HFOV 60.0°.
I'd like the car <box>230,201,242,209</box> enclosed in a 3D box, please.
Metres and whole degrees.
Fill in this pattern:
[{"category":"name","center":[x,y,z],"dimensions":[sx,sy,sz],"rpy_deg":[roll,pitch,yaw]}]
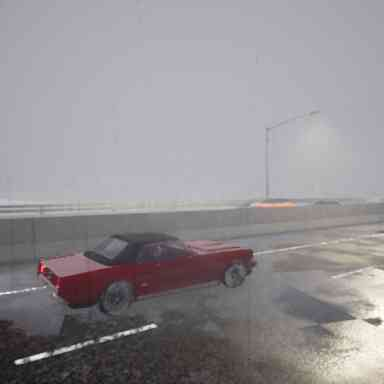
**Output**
[{"category":"car","center":[6.053,1.425,33.920],"dimensions":[4.902,1.511,2.128],"rpy_deg":[0,0,-35]}]

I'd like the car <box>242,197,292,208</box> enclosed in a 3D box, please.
[{"category":"car","center":[7.183,1.288,30.440],"dimensions":[4.553,1.767,2.097],"rpy_deg":[0,0,-35]}]

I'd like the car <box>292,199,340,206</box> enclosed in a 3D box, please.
[{"category":"car","center":[11.249,1.434,29.004],"dimensions":[4.892,1.490,1.837],"rpy_deg":[0,0,-35]}]

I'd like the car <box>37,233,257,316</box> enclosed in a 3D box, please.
[{"category":"car","center":[-0.761,1.589,7.499],"dimensions":[4.718,1.301,1.895],"rpy_deg":[0,0,-35]}]
